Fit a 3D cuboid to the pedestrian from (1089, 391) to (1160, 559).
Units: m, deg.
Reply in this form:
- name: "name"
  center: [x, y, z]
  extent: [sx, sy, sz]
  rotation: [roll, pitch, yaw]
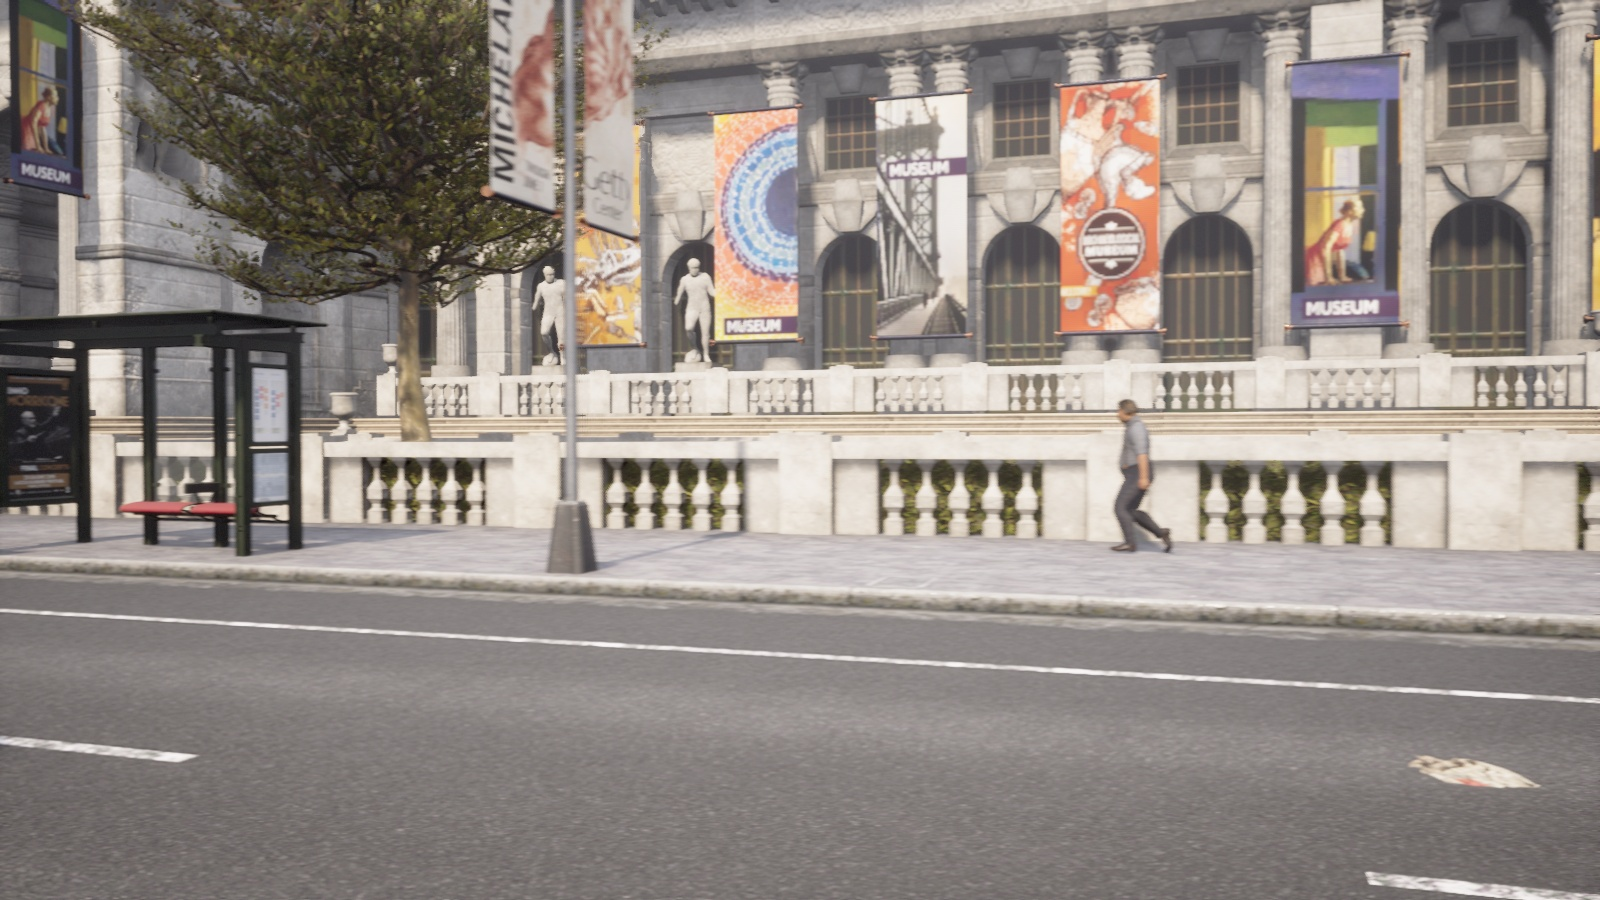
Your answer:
- name: "pedestrian"
  center: [3.682, 0.269, 14.237]
  extent: [0.694, 1.848, 0.540]
  rotation: [1, 1, 22]
